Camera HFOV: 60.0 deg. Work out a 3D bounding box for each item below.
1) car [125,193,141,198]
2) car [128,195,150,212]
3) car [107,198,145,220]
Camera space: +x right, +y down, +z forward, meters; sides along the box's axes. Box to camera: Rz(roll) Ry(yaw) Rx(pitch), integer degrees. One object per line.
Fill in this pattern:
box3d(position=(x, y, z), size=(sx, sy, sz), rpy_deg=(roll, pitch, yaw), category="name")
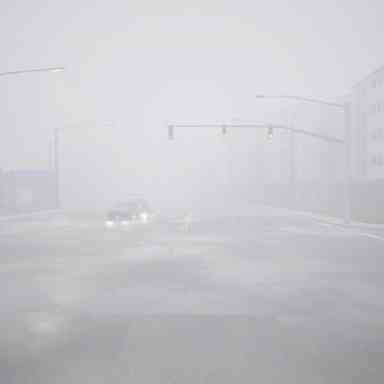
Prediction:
box3d(position=(-8.810, 1.145, 50.680), size=(2.150, 2.045, 5.566), rpy_deg=(0, 0, -23), category="car")
box3d(position=(-5.946, 1.446, 38.577), size=(2.128, 1.511, 4.902), rpy_deg=(0, 0, -6), category="car")
box3d(position=(-5.698, 1.528, 28.369), size=(2.033, 1.411, 5.357), rpy_deg=(0, 0, 1), category="car")
